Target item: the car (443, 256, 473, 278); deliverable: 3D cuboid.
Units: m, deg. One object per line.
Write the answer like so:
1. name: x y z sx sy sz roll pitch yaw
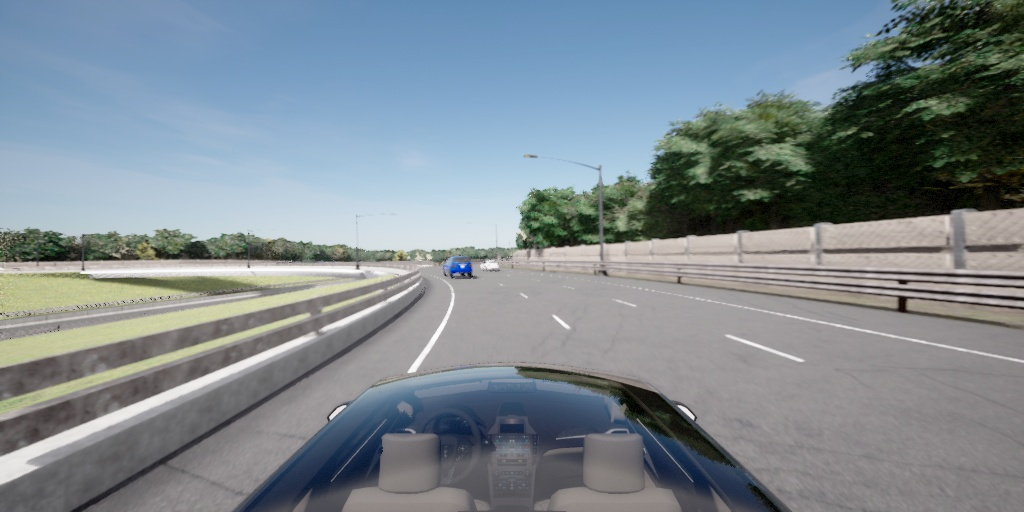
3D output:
1. car: -5.409 1.072 35.424 2.150 2.045 5.566 -1 0 -20

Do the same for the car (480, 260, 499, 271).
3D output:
1. car: -3.055 1.330 49.418 1.812 1.442 4.674 -1 0 -18
